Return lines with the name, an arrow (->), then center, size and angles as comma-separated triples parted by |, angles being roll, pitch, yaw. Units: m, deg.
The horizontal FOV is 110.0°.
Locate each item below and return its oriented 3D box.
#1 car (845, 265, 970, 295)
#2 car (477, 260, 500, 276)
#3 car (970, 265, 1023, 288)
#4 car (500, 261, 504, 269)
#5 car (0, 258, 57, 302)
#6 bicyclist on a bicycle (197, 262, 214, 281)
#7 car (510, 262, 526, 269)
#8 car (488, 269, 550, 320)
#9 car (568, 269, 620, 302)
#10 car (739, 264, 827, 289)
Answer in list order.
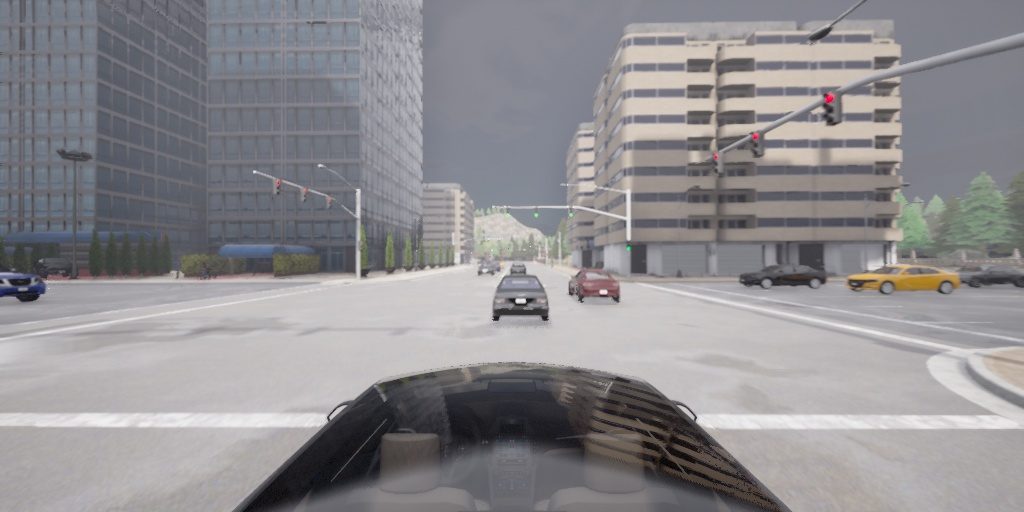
car -> 21.210, 1.251, 19.609 | 5.008, 1.535, 1.882 | 0, 0, 0
car -> -2.935, 1.501, 42.195 | 2.128, 1.511, 4.902 | 0, 0, 1
car -> 30.246, 1.283, 23.050 | 4.674, 1.442, 1.812 | 0, 0, 0
car -> -2.767, 1.424, 52.282 | 2.097, 1.767, 4.553 | 0, 0, 1
car -> -24.751, 1.162, 16.151 | 5.566, 2.045, 2.150 | 0, 0, 0
bicyclist on a bicycle -> -26.180, 1.335, 30.639 | 0.582, 1.620, 1.656 | 0, 0, 0
car -> 0.739, 1.485, 41.970 | 2.128, 1.511, 4.902 | 0, 0, 1
car -> 0.296, 1.365, 12.934 | 2.033, 1.411, 5.357 | 0, 0, 1
car -> 3.863, 1.355, 17.301 | 1.812, 1.442, 4.674 | 0, 0, 1
car -> 17.352, 1.288, 23.126 | 5.008, 1.535, 1.882 | 0, 0, -1
